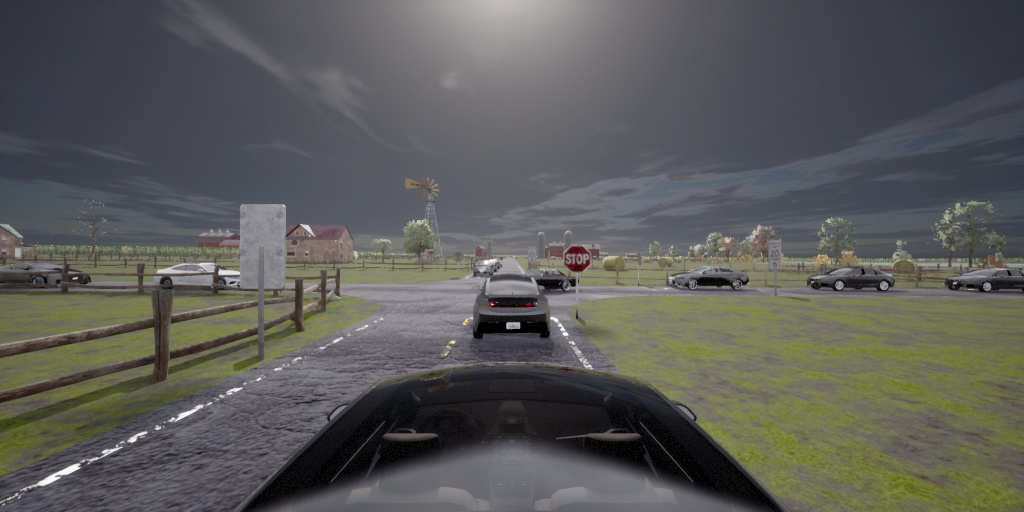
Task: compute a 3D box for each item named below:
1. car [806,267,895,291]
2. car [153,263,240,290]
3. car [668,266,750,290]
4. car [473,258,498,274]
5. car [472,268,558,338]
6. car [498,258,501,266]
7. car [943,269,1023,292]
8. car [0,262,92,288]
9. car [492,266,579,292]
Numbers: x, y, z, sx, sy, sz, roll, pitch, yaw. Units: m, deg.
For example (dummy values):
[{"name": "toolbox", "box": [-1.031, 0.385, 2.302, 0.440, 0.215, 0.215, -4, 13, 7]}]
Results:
[{"name": "car", "box": [22.190, 1.499, 23.609, 4.892, 1.490, 1.837, 1, -1, -1]}, {"name": "car", "box": [-17.252, 1.104, 20.103, 4.674, 1.442, 1.812, 1, -1, -1]}, {"name": "car", "box": [12.788, 1.397, 23.434, 4.902, 1.511, 2.128, 1, -1, -2]}, {"name": "car", "box": [-2.875, 1.243, 36.839, 2.128, 1.511, 4.902, 0, 0, 0]}, {"name": "car", "box": [-0.078, 1.256, 10.154, 1.837, 1.490, 4.892, 0, 0, -3]}, {"name": "car", "box": [-2.872, 1.241, 46.285, 2.128, 1.511, 4.902, 0, 0, 0]}, {"name": "car", "box": [31.692, 1.587, 23.734, 4.892, 1.490, 1.837, 1, -1, -1]}, {"name": "car", "box": [-26.372, 1.048, 19.977, 4.181, 1.385, 1.994, 1, -1, -1]}, {"name": "car", "box": [1.491, 1.369, 20.201, 4.718, 1.301, 1.895, 1, 0, -35]}]
